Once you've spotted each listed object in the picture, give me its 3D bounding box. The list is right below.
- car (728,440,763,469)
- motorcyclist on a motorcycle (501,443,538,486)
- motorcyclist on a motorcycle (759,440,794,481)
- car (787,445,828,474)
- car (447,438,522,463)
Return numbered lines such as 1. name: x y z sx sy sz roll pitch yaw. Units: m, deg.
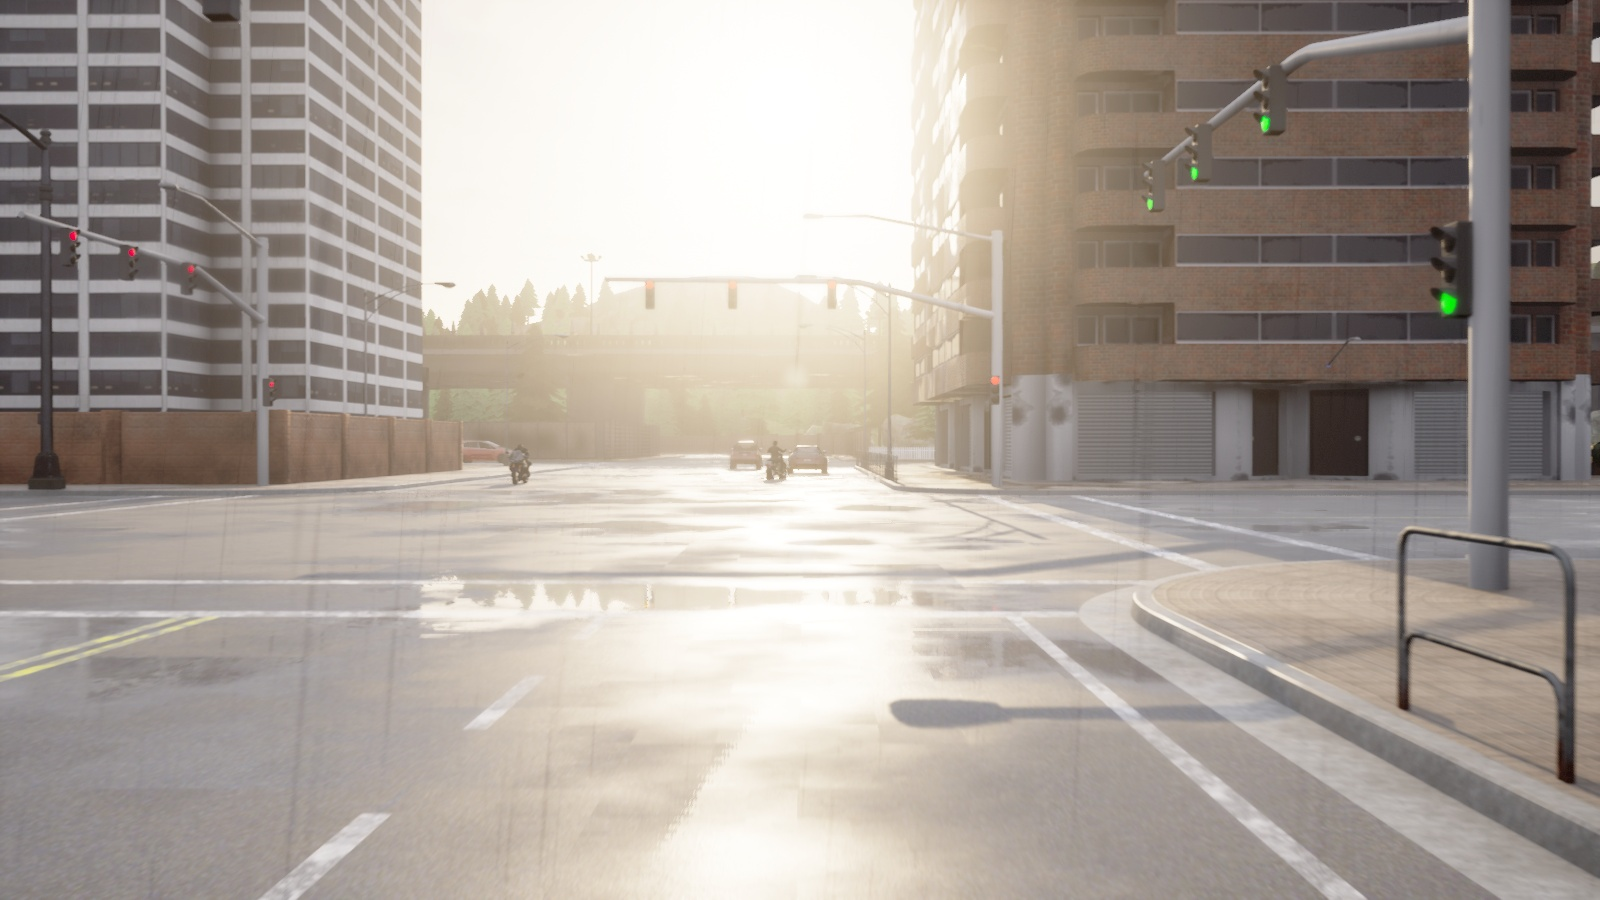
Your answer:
1. car: -3.091 0.236 72.113 1.851 1.617 3.988 0 0 0
2. motorcyclist on a motorcycle: -10.228 0.515 45.883 0.866 1.530 2.191 0 0 0
3. motorcyclist on a motorcycle: -0.931 0.409 50.973 0.766 1.649 2.350 0 0 16
4. car: 0.366 0.458 62.511 1.994 1.385 4.181 0 0 0
5. car: -21.826 0.028 86.886 4.611 1.667 2.242 0 0 0
